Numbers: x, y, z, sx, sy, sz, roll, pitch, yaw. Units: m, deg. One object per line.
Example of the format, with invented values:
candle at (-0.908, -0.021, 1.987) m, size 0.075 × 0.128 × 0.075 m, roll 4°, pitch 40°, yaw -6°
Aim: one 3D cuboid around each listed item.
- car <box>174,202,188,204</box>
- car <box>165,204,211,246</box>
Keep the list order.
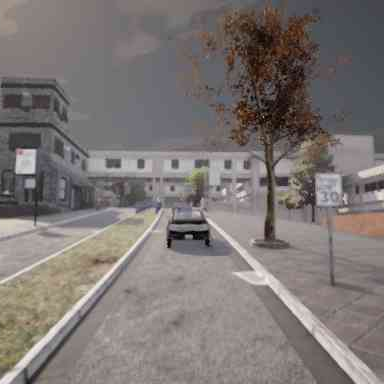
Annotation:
car at (-1.083, 1.700, 33.286) m, size 1.895 × 1.301 × 4.718 m, roll 0°, pitch 0°, yaw -4°
car at (-0.197, 1.536, 15.406) m, size 2.128 × 1.511 × 4.902 m, roll 0°, pitch 0°, yaw -2°
